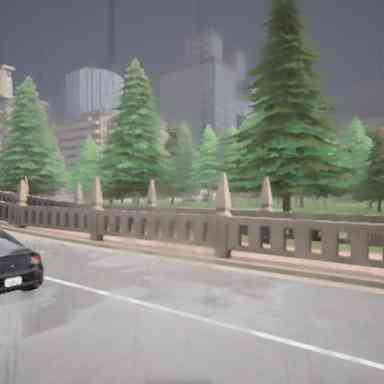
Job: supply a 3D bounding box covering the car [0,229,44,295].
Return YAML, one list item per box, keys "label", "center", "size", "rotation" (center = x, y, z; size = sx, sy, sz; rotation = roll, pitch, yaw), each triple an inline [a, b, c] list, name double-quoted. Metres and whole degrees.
- label: "car"
  center: [-5.250, 1.527, 7.645]
  size: [4.674, 1.442, 1.812]
  rotation: [0, 0, 35]
